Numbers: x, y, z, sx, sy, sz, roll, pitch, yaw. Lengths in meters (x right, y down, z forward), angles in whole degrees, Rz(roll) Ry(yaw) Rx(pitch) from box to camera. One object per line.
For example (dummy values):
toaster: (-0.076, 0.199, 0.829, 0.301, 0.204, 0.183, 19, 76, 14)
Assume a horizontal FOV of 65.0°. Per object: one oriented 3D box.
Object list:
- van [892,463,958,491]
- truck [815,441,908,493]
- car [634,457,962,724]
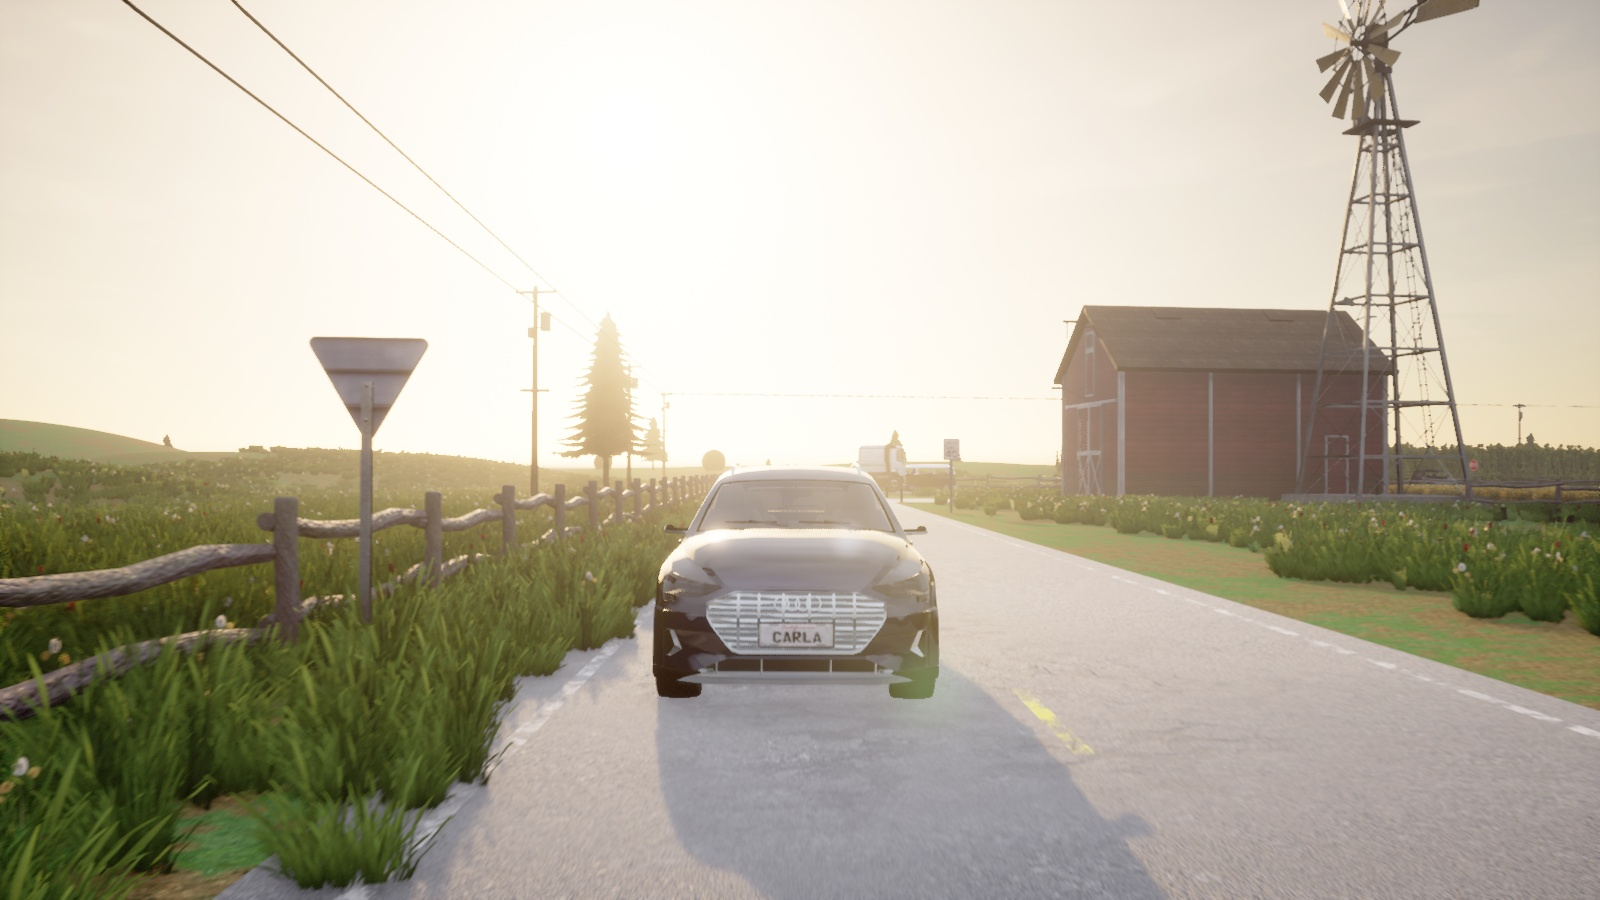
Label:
van: (9.126, 1.974, 91.816, 4.480, 2.038, 2.069, 0, -1, -6)
truck: (4.384, 1.205, 87.077, 2.891, 3.462, 7.936, -1, -1, 32)
car: (-0.028, 0.907, 10.212, 2.033, 1.649, 4.856, 0, -1, 0)
